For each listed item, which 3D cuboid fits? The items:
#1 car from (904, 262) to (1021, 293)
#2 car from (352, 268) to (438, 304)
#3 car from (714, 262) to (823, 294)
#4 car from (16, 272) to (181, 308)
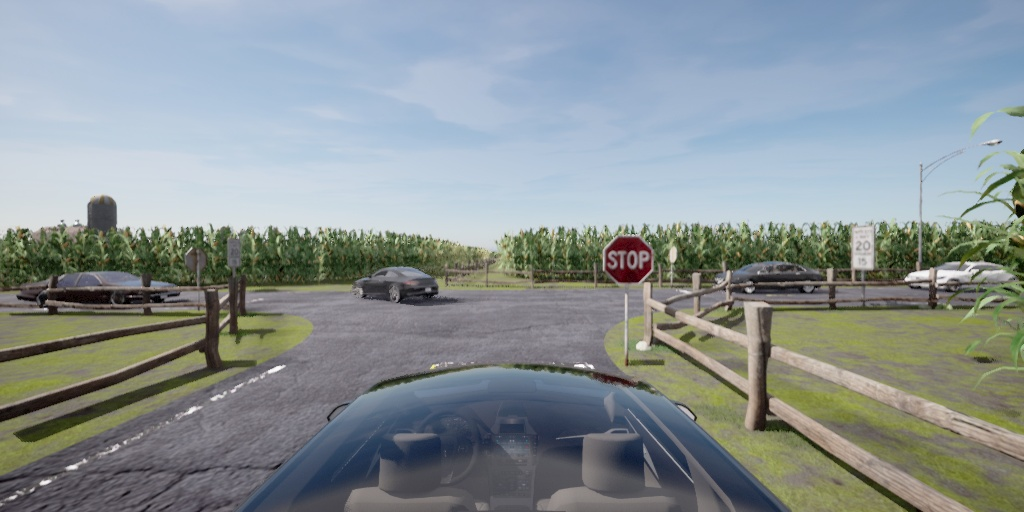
[{"bbox_3d":[22.821,1.034,18.129,4.674,1.442,1.812,0,1,0],"label":"car"},{"bbox_3d":[-5.316,1.243,16.222,4.674,1.442,1.812,0,0,37],"label":"car"},{"bbox_3d":[12.844,1.079,18.123,4.892,1.490,1.837,0,1,-1],"label":"car"},{"bbox_3d":[-17.510,1.377,15.306,5.357,1.411,2.033,0,1,0],"label":"car"}]
